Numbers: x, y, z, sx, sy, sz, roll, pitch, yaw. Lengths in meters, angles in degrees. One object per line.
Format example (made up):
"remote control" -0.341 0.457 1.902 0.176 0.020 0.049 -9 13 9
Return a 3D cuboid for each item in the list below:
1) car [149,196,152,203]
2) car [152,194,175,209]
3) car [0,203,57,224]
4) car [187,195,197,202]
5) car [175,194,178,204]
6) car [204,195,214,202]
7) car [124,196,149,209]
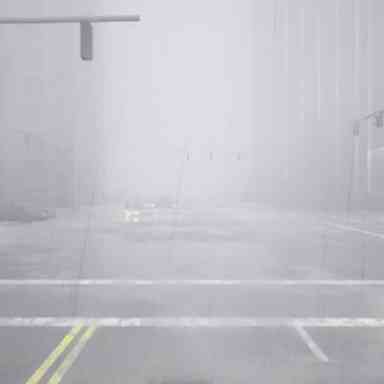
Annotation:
"car" -7.056 1.338 57.018 1.994 1.385 4.181 0 0 1
"car" -3.588 1.337 42.220 1.837 1.490 4.892 0 0 0
"car" -12.259 1.455 23.112 5.357 1.411 2.033 0 0 6
"car" -0.006 1.353 68.437 1.895 1.301 4.718 0 0 0
"car" -3.554 1.125 57.455 2.097 1.767 4.553 0 0 1
"car" 3.494 1.332 67.898 1.895 1.301 4.718 0 0 0
"car" -7.132 1.327 41.509 2.128 1.511 4.902 0 0 2
